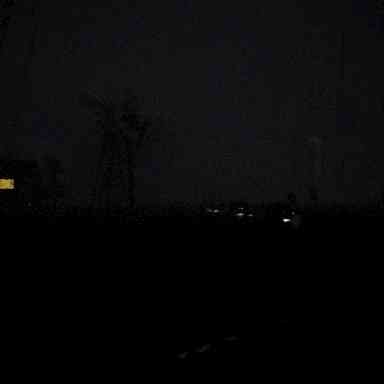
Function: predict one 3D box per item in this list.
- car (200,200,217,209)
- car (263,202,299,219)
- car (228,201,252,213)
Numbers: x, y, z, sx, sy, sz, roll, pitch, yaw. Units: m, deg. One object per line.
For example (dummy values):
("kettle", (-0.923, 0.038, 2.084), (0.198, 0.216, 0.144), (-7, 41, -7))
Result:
("car", (2.781, 2.152, 56.254), (2.128, 1.511, 4.902), (1, -1, -14))
("car", (8.735, 1.799, 33.113), (1.837, 1.490, 4.892), (1, -1, -15))
("car", (6.121, 1.956, 43.204), (1.837, 1.490, 4.892), (1, -1, -14))
